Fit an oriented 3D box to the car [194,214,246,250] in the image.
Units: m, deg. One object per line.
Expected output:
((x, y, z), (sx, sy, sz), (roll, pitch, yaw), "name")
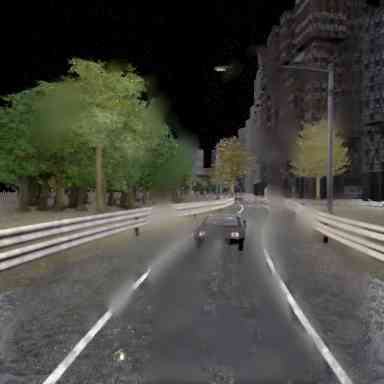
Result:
((1.413, 1.606, 14.549), (1.895, 1.301, 4.718), (0, 0, 11), "car")

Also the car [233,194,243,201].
((10.838, 1.311, 80.330), (2.097, 1.767, 4.553), (0, 0, -4), "car")
